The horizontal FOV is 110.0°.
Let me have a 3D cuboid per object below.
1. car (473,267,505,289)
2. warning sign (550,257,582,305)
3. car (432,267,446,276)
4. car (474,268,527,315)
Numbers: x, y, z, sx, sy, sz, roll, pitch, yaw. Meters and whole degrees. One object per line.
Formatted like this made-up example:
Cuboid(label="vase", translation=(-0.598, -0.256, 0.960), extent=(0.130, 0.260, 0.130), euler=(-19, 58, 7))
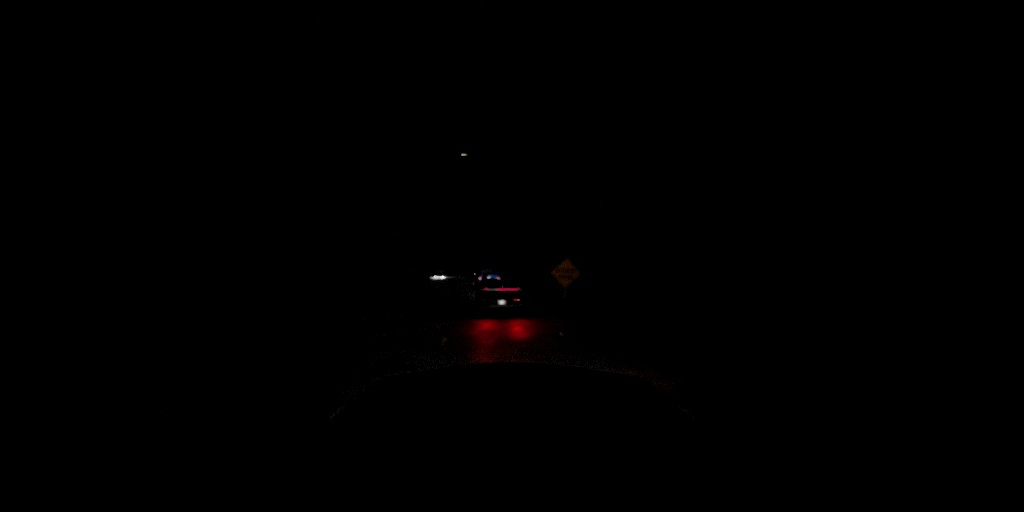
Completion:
Cuboid(label="car", translation=(-1.863, 1.624, 27.393), extent=(2.033, 1.411, 5.357), euler=(0, -1, -8))
Cuboid(label="warning sign", translation=(2.141, 0.975, 14.748), extent=(1.300, 1.860, 1.060), euler=(0, 0, -4))
Cuboid(label="car", translation=(-11.744, 2.465, 57.713), extent=(2.128, 1.511, 4.902), euler=(-1, -2, -16))
Cuboid(label="car", translation=(-0.490, 1.362, 14.326), extent=(2.128, 1.511, 4.902), euler=(0, -1, -4))
